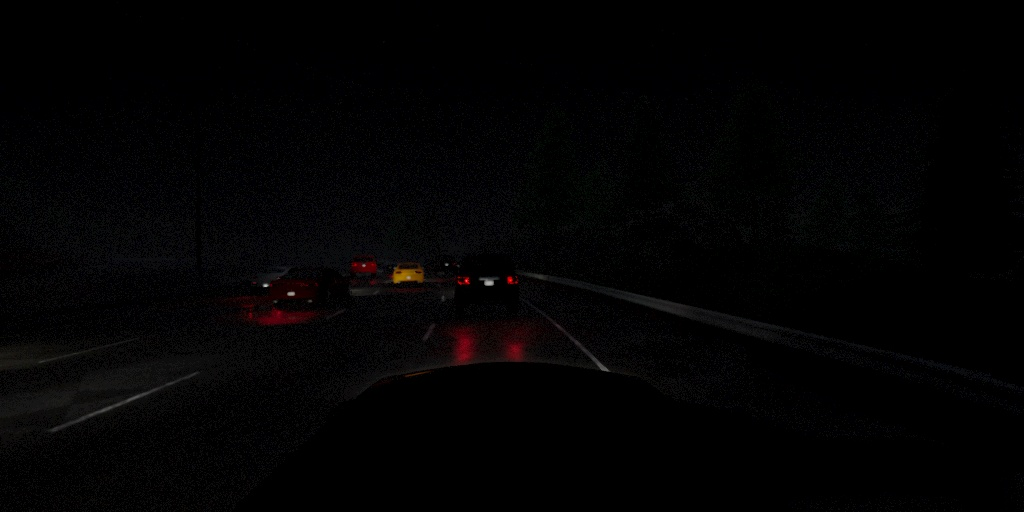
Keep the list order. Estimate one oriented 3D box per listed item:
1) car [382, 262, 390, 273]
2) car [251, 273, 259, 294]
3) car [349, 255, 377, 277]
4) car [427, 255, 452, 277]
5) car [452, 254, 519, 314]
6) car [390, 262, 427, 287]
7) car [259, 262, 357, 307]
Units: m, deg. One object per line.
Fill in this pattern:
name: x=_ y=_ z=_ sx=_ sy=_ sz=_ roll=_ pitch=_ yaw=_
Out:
car: x=-13.653 y=1.280 z=41.009 sx=1.895 sy=1.301 sz=4.718 roll=0 pitch=0 yaw=-28
car: x=-13.128 y=1.267 z=20.509 sx=1.812 sy=1.442 sz=4.674 roll=0 pitch=0 yaw=-14
car: x=-13.954 y=0.924 z=33.668 sx=2.150 sy=2.045 sz=5.566 roll=0 pitch=0 yaw=-23
car: x=-6.931 y=0.894 z=34.962 sx=2.150 sy=2.045 sz=5.566 roll=0 pitch=0 yaw=-22
car: x=-1.110 y=0.938 z=13.917 sx=2.150 sy=2.045 sz=5.566 roll=0 pitch=0 yaw=-8
car: x=-7.062 y=1.183 z=24.573 sx=1.882 sy=1.535 sz=5.008 roll=0 pitch=0 yaw=-16
car: x=-8.462 y=1.217 z=15.474 sx=1.882 sy=1.535 sz=5.008 roll=0 pitch=0 yaw=-10
